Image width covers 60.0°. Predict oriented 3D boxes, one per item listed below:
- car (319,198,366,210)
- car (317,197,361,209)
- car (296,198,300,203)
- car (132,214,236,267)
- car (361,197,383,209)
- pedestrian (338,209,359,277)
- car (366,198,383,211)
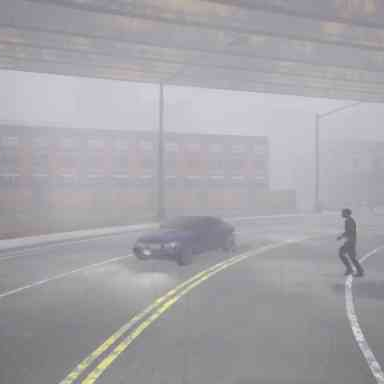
[{"bbox_3d":[17.874,1.452,40.427,2.038,1.542,4.974,0,0,-45],"label":"car"},{"bbox_3d":[17.837,1.295,40.464,1.853,1.218,4.536,0,0,-45],"label":"car"},{"bbox_3d":[16.841,1.452,60.504,4.974,1.542,2.038,0,0,40],"label":"car"},{"bbox_3d":[-0.040,1.525,11.769,1.812,1.442,4.674,0,0,34],"label":"car"},{"bbox_3d":[21.400,1.295,39.219,1.853,1.218,4.536,0,0,15],"label":"car"},{"bbox_3d":[4.139,1.294,8.794,0.375,1.860,0.375,0,0,29],"label":"pedestrian"},{"bbox_3d":[21.386,1.452,39.169,2.038,1.542,4.974,0,0,15],"label":"car"}]
